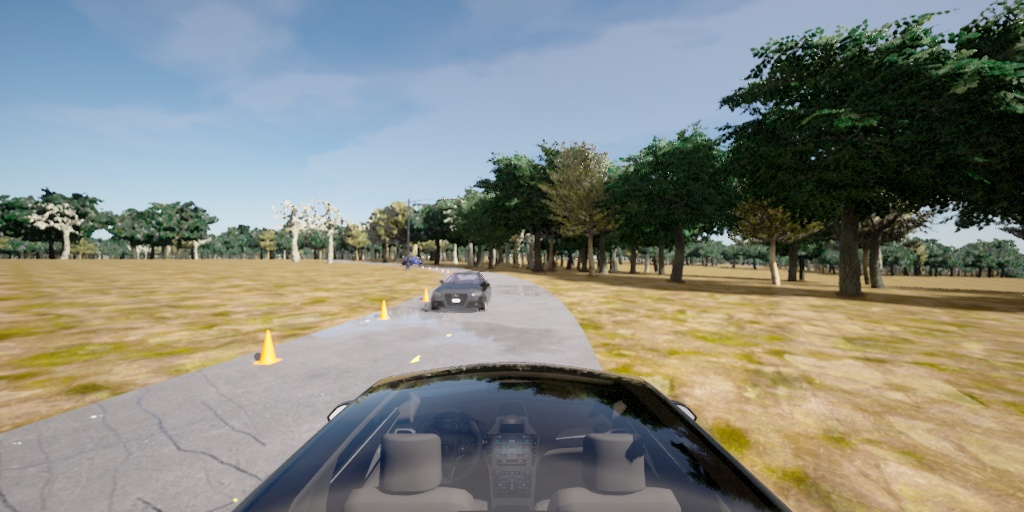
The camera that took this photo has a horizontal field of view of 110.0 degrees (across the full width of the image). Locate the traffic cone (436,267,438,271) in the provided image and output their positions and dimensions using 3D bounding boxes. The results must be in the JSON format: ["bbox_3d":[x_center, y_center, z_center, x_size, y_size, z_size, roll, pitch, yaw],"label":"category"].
[{"bbox_3d":[-11.414,1.900,54.293,0.340,0.580,0.340,0,0,-23],"label":"traffic cone"}]

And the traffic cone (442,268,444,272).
[{"bbox_3d":[-9.626,1.906,49.775,0.340,0.580,0.340,0,0,-20],"label":"traffic cone"}]

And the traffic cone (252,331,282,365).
[{"bbox_3d":[-4.588,1.701,6.734,0.340,0.580,0.340,0,0,7],"label":"traffic cone"}]

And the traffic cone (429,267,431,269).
[{"bbox_3d":[-13.436,1.887,58.711,0.340,0.580,0.340,0,0,-26],"label":"traffic cone"}]

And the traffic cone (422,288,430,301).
[{"bbox_3d":[-3.949,1.765,16.427,0.340,0.580,0.340,0,0,1],"label":"traffic cone"}]

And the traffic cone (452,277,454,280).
[{"bbox_3d":[-4.322,1.825,26.134,0.340,0.580,0.340,0,0,-5],"label":"traffic cone"}]

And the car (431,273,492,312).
[{"bbox_3d":[-1.902,1.376,14.492,1.994,1.385,4.181,0,0,1],"label":"car"}]

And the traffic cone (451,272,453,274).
[{"bbox_3d":[-4.887,1.852,30.960,0.340,0.580,0.340,0,0,-8],"label":"traffic cone"}]

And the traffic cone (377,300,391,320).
[{"bbox_3d":[-4.142,1.732,11.572,0.340,0.580,0.340,0,0,4],"label":"traffic cone"}]
